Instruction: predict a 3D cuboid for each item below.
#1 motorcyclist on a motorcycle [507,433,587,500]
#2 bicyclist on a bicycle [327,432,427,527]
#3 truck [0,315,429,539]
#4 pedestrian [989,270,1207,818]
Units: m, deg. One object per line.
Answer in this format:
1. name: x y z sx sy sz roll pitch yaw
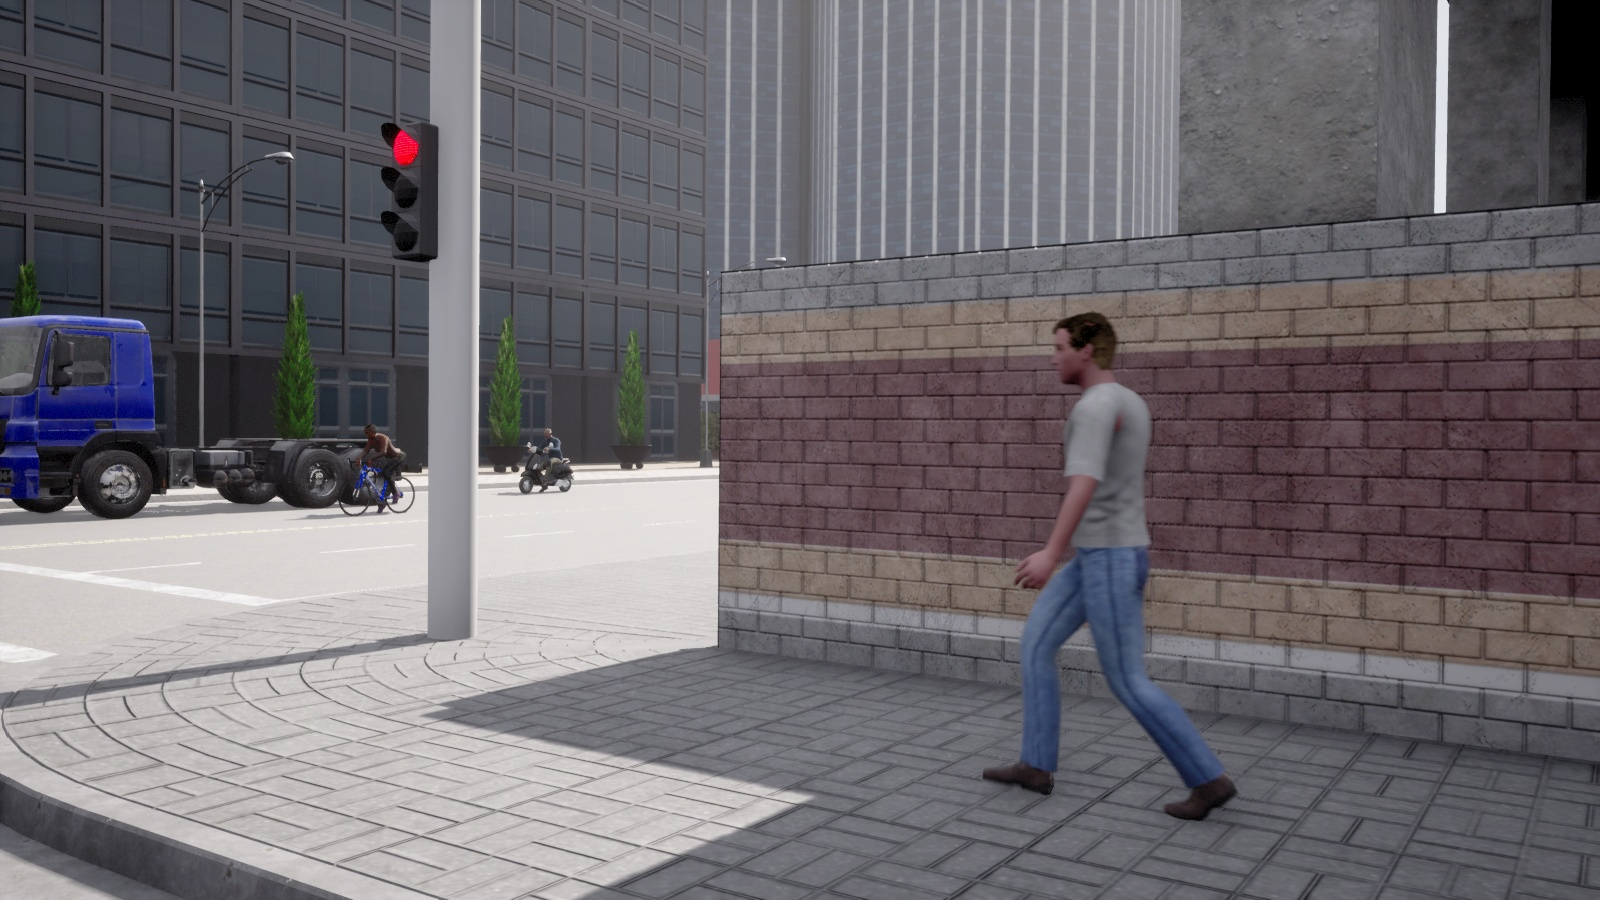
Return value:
1. motorcyclist on a motorcycle: -6.189 0.376 30.776 0.866 1.590 1.817 0 1 34
2. bicyclist on a bicycle: -7.542 0.501 22.464 0.582 1.620 1.656 0 1 34
3. truck: -11.092 -0.415 23.453 2.891 3.462 7.936 0 1 34
4. pedestrian: 1.071 0.317 4.500 0.706 1.836 0.354 0 1 22
